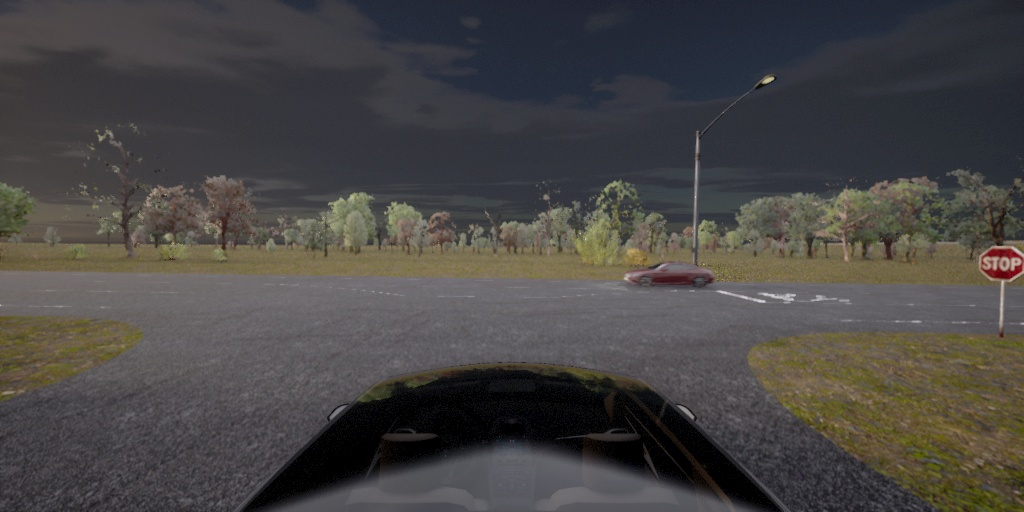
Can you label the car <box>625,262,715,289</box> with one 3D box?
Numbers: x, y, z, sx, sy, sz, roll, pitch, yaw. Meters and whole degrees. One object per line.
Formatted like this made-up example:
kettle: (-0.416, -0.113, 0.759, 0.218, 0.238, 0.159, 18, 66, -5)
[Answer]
car: (8.708, 1.028, 19.942, 4.674, 1.442, 1.812, 1, 2, 2)
